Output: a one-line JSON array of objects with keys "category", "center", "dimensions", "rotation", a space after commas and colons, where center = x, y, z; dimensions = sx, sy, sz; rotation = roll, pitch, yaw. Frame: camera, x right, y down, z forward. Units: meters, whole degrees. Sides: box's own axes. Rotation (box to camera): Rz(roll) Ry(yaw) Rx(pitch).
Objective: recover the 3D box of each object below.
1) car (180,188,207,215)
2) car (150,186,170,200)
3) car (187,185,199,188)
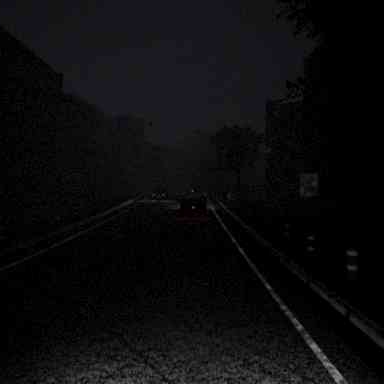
[{"category": "car", "center": [0.095, 0.778, 25.203], "dimensions": [1.882, 1.535, 5.008], "rotation": [0, 3, 0]}, {"category": "car", "center": [-3.563, 0.061, 37.870], "dimensions": [1.837, 1.490, 4.892], "rotation": [0, 3, 1]}, {"category": "car", "center": [0.151, -0.195, 42.836], "dimensions": [2.033, 1.411, 5.357], "rotation": [0, 3, 2]}]
